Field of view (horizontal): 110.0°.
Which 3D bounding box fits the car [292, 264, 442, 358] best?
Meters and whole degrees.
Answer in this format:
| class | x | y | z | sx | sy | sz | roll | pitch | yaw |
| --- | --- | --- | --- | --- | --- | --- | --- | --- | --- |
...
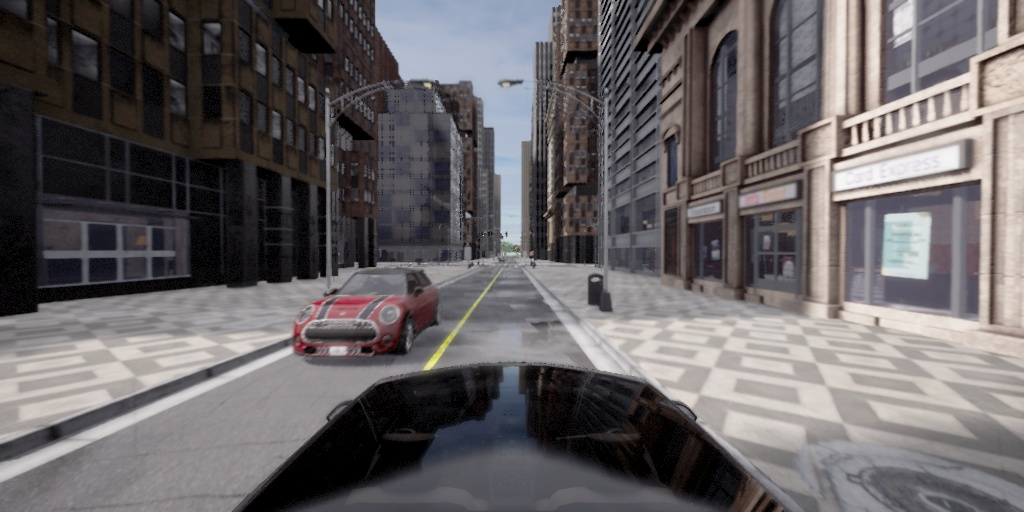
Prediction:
| class | x | y | z | sx | sy | sz | roll | pitch | yaw |
| --- | --- | --- | --- | --- | --- | --- | --- | --- | --- |
| car | -3.098 | 1.100 | 8.637 | 2.097 | 1.767 | 4.553 | 0 | 0 | 0 |
